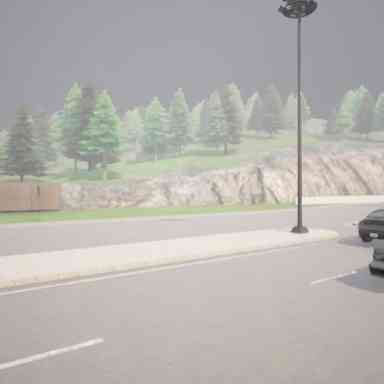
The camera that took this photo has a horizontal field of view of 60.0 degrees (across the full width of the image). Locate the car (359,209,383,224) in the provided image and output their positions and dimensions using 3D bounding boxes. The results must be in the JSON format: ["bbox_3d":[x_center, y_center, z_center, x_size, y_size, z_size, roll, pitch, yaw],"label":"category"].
[{"bbox_3d":[9.211,1.456,14.609,4.892,1.490,1.837,0,0,-35],"label":"car"}]

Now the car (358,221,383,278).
[{"bbox_3d":[6.623,1.516,8.494,5.357,1.411,2.033,0,0,-35],"label":"car"}]
